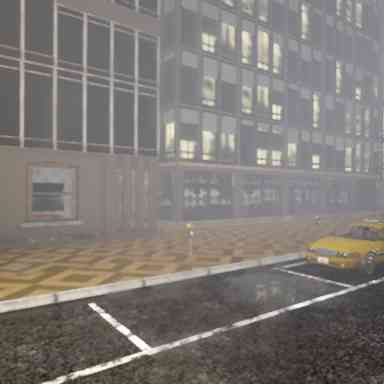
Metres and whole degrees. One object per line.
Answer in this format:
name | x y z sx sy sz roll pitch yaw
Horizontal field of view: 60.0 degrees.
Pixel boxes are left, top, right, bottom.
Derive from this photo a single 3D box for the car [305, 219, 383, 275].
car | 5.553 1.553 10.525 4.829 1.417 1.752 0 0 -36
